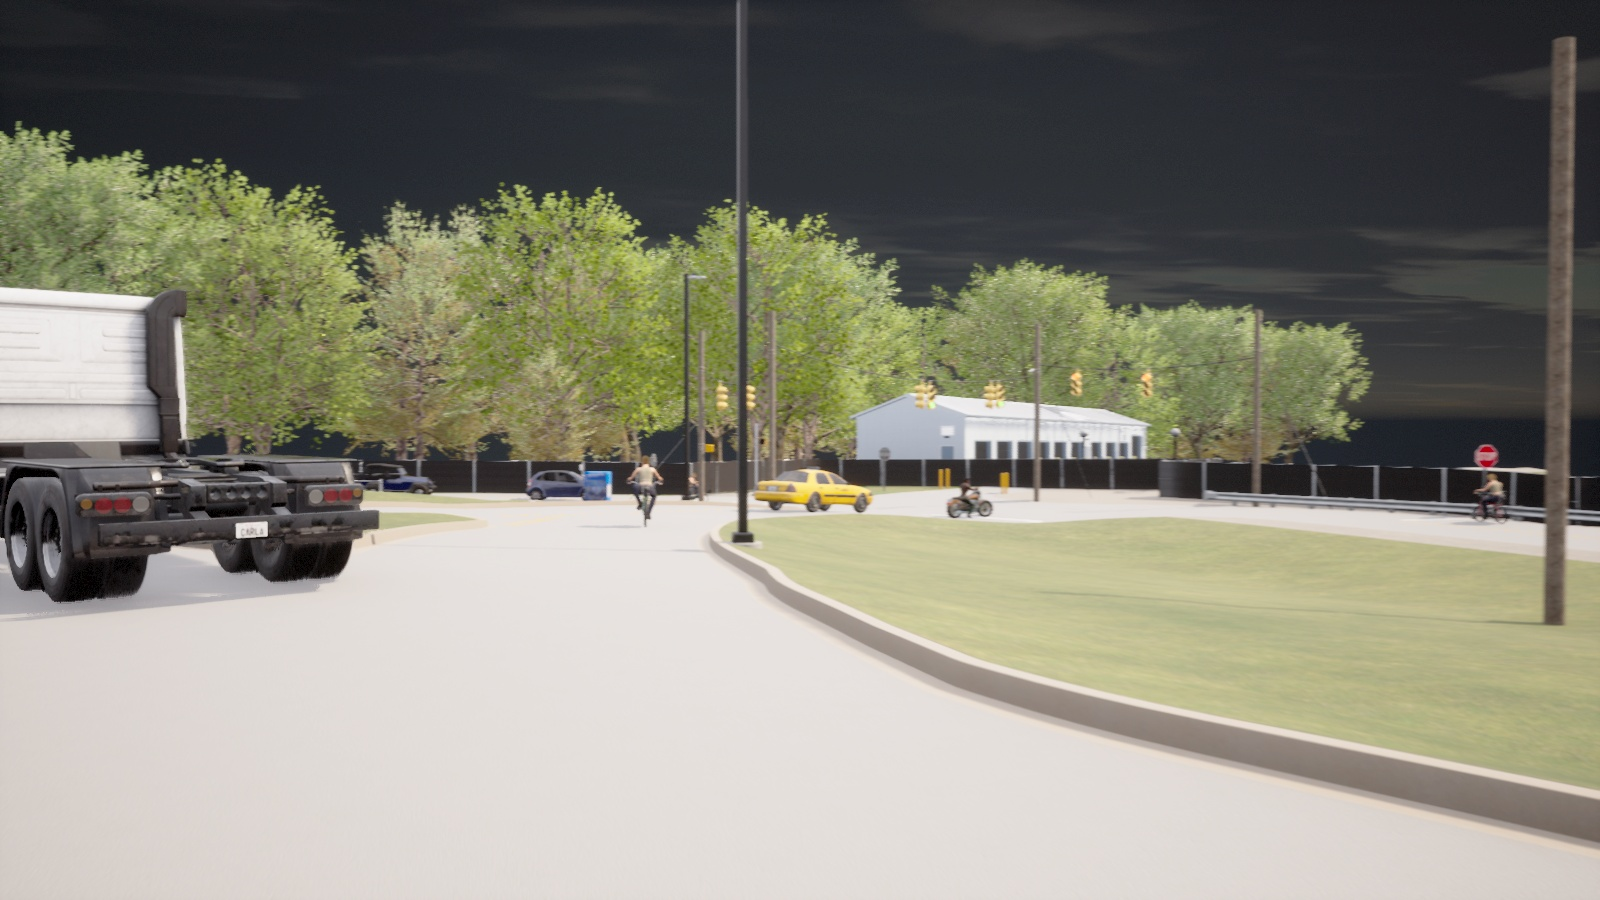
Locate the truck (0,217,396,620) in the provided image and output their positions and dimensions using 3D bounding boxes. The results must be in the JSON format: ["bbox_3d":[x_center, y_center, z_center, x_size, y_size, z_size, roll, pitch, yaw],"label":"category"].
[{"bbox_3d":[-7.963,-0.362,14.608,2.891,3.462,7.936,-1,2,-45],"label":"truck"}]

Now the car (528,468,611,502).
[{"bbox_3d":[-12.121,1.839,66.214,3.988,1.617,1.851,1,2,1],"label":"car"}]

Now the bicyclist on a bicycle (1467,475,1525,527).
[{"bbox_3d":[22.353,1.615,40.352,0.866,1.612,1.509,0,0,-11],"label":"bicyclist on a bicycle"}]

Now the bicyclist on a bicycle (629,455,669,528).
[{"bbox_3d":[-3.440,0.940,28.600,0.866,1.612,1.509,0,-1,-8],"label":"bicyclist on a bicycle"}]

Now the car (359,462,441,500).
[{"bbox_3d":[-20.920,1.629,65.785,3.866,1.878,1.905,1,1,-8],"label":"car"}]

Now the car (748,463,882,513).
[{"bbox_3d":[0.605,1.348,43.433,1.801,1.575,5.366,1,-2,36],"label":"car"}]

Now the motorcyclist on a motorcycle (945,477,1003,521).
[{"bbox_3d":[6.858,1.907,49.430,2.350,1.649,0.766,0,1,-36],"label":"motorcyclist on a motorcycle"}]
